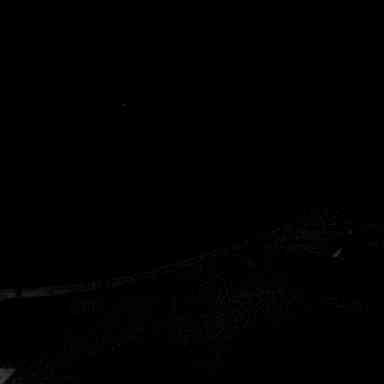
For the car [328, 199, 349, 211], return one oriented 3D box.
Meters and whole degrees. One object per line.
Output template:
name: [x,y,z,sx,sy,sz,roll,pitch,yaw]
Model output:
car: [20.764,1.767,47.326,2.097,1.767,4.553,-1,-1,13]
